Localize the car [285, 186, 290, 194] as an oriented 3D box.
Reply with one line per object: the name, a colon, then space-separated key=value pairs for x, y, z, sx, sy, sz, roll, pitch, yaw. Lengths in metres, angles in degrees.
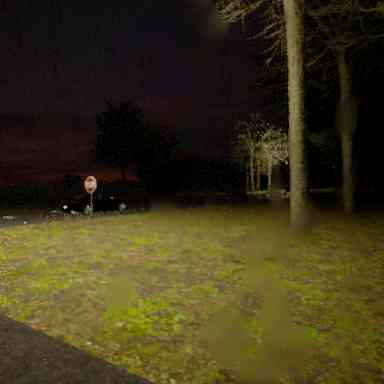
car: x=18.762 y=-0.435 z=62.283 sx=1.812 sy=1.442 sz=4.674 roll=-2 pitch=1 yaw=28

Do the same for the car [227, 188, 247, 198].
car: x=7.659 y=0.132 z=56.948 sx=2.128 sy=1.511 sz=4.902 roll=-2 pitch=1 yaw=34

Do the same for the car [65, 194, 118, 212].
car: x=-9.526 y=1.006 z=31.854 sx=1.812 sy=1.442 sz=4.674 roll=-2 pitch=1 yaw=34

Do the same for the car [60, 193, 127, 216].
car: x=-6.777 y=0.788 z=23.500 sx=1.882 sy=1.535 sz=5.008 roll=-2 pitch=0 yaw=34
